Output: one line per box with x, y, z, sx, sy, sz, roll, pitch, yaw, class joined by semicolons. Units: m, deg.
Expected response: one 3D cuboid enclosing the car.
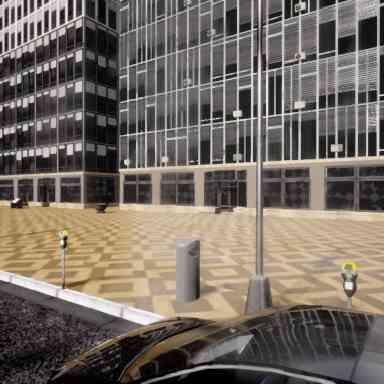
0.743;1.566;2.339;4.313;1.339;1.947;0;0;35;car
